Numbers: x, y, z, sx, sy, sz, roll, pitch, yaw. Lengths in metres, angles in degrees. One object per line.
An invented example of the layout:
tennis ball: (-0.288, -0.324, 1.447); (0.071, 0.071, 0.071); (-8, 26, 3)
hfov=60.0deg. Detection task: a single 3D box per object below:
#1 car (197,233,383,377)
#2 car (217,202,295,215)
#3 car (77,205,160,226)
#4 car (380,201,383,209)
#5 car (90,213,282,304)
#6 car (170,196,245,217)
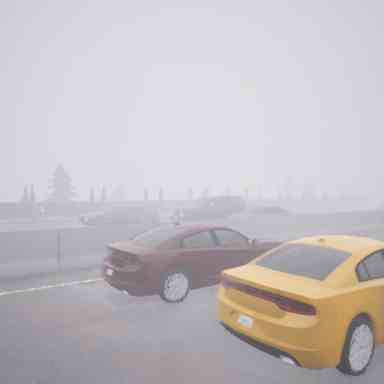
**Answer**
car: (2.697, 1.494, 5.659); (5.008, 1.535, 1.882); (0, 0, -35)
car: (4.122, 1.550, 19.795); (4.892, 1.490, 1.837); (0, 0, -35)
car: (-4.715, 1.575, 22.104); (5.357, 1.411, 2.033); (0, 0, -35)
car: (28.861, 1.648, 48.327); (2.128, 1.511, 4.902); (0, 0, 43)
car: (0.316, 1.493, 8.262); (5.008, 1.535, 1.882); (0, 0, -35)
car: (1.257, 1.263, 22.051); (5.566, 2.045, 2.150); (0, 0, -35)
